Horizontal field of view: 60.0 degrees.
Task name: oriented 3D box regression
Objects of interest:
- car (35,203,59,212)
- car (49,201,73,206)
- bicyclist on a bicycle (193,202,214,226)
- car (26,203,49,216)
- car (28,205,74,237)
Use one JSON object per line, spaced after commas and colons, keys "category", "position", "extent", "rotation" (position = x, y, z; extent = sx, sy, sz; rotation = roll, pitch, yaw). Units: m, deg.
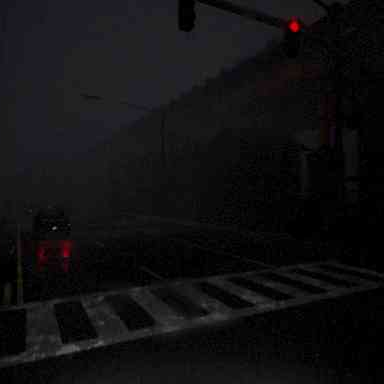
{"category": "car", "position": [-22.700, 2.409, 52.060], "extent": [1.895, 1.301, 4.718], "rotation": [0, -1, -45]}
{"category": "car", "position": [-17.020, 1.999, 43.862], "extent": [2.097, 1.767, 4.553], "rotation": [-1, -1, -31]}
{"category": "bicyclist on a bicycle", "position": [0.754, 1.477, 22.468], "extent": [1.656, 1.620, 0.582], "rotation": [-1, 0, -27]}
{"category": "car", "position": [-18.524, 2.182, 39.428], "extent": [2.033, 1.411, 5.357], "rotation": [-1, -1, -28]}
{"category": "car", "position": [-8.637, 1.804, 20.372], "extent": [2.128, 1.511, 4.902], "rotation": [-1, -1, -27]}
